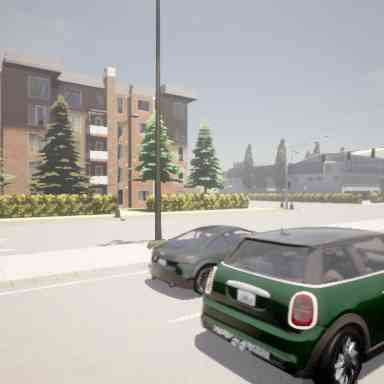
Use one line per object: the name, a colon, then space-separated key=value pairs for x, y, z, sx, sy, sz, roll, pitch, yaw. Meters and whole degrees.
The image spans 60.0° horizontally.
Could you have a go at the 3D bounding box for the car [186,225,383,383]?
car: x=2.399 y=1.352 z=5.446 sx=4.553 sy=1.767 sz=2.097 roll=0 pitch=0 yaw=-36

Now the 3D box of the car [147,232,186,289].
car: x=0.958 y=1.564 z=8.719 sx=4.181 sy=1.385 sz=1.994 roll=0 pitch=0 yaw=-35
